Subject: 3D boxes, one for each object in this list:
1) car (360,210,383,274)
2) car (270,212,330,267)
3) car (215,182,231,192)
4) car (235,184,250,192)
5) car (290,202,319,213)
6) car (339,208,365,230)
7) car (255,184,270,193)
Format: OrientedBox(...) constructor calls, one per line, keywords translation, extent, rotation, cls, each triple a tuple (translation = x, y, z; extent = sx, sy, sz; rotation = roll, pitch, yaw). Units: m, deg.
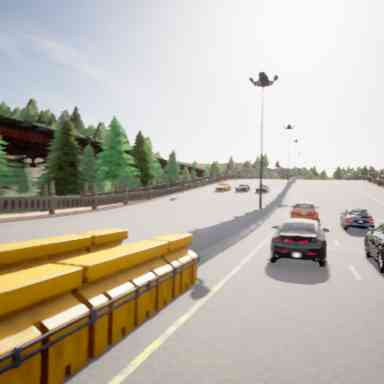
OrientedBox(translation=(7.409, 1.705, 11.555), extent=(2.097, 1.767, 4.553), rotation=(1, -1, 20), cls="car")
OrientedBox(translation=(4.157, 1.785, 12.863), extent=(1.837, 1.490, 4.892), rotation=(1, 0, 20), cls="car")
OrientedBox(translation=(5.542, -0.944, 59.055), extent=(1.882, 1.535, 5.008), rotation=(1, 6, 20), cls="car")
OrientedBox(translation=(8.819, -0.737, 57.830), extent=(1.895, 1.301, 4.718), rotation=(1, 6, 20), cls="car")
OrientedBox(translation=(9.060, 1.537, 26.773), extent=(2.097, 1.767, 4.553), rotation=(1, 2, 20), cls="car")
OrientedBox(translation=(11.607, 1.875, 23.560), extent=(2.033, 1.411, 5.357), rotation=(1, 2, 20), cls="car")
OrientedBox(translation=(11.804, -0.575, 55.815), extent=(1.895, 1.301, 4.718), rotation=(1, 6, 20), cls="car")
